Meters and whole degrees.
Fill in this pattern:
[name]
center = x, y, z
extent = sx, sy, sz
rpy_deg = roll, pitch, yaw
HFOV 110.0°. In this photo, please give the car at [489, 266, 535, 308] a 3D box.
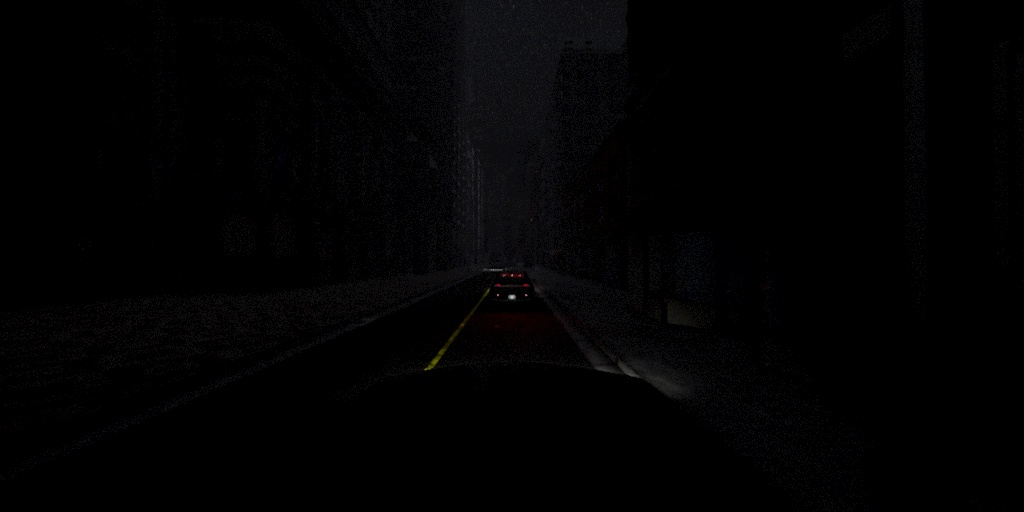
[car]
center = 0.008, 1.381, 16.161
extent = 2.128, 1.511, 4.902
rpy_deg = 0, 0, 0
